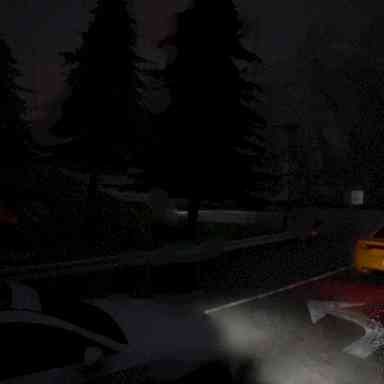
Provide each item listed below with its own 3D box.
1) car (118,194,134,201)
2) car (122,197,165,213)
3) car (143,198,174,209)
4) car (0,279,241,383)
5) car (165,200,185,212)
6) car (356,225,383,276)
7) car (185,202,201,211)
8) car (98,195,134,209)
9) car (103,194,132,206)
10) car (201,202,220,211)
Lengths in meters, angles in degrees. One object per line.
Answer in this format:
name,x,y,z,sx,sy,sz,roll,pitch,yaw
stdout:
car,-18.168,1.458,91.467,4.553,1.767,2.097,2,0,39
car,-5.977,1.755,40.761,4.892,1.490,1.837,0,0,39
car,-5.453,1.808,53.867,5.008,1.535,1.882,1,0,39
car,-1.685,1.534,2.828,4.674,1.442,1.812,1,-1,-35
car,-3.998,1.838,43.656,5.357,1.411,2.033,0,0,39
car,6.569,1.619,9.812,5.008,1.535,1.882,1,0,-44
car,-1.790,1.882,46.372,5.357,1.411,2.033,0,0,39
car,-11.388,1.583,49.674,4.553,1.767,2.097,1,0,39
car,-13.680,1.446,60.641,5.566,2.045,2.150,1,0,40
car,1.684,1.988,48.069,4.718,1.301,1.895,0,0,39
